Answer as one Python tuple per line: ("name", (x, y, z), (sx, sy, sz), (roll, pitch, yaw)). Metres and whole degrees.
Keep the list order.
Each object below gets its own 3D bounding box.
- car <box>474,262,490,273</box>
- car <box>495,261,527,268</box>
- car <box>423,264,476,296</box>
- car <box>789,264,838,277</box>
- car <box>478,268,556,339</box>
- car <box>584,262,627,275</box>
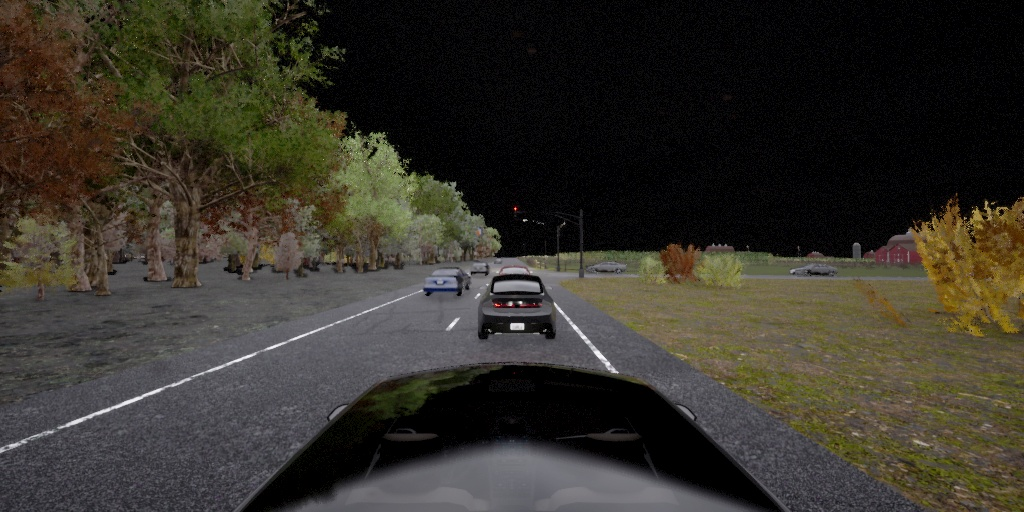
("car", (-3.338, 1.304, 38.026), (2.033, 1.411, 5.357), (0, 0, 0))
("car", (0.134, 1.232, 19.424), (1.882, 1.535, 5.008), (0, 0, 0))
("car", (-3.370, 1.301, 19.389), (2.033, 1.411, 5.357), (0, 0, 0))
("car", (35.252, 1.683, 42.015), (4.902, 1.511, 2.128), (1, -1, 0))
("car", (0.115, 1.257, 10.061), (1.837, 1.490, 4.892), (0, 0, 0))
("car", (11.120, 1.427, 42.627), (4.902, 1.511, 2.128), (0, -1, 7))
